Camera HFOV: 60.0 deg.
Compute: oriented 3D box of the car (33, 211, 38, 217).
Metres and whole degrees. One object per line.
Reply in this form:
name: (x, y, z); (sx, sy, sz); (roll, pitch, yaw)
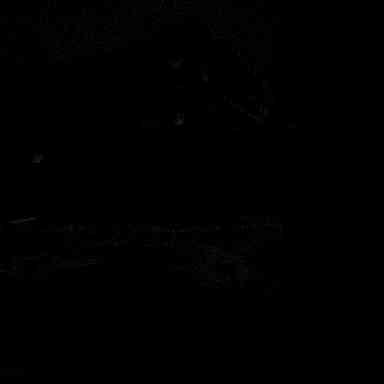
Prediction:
car: (-20.302, 2.670, 47.807); (1.895, 1.301, 4.718); (-4, 3, 27)
